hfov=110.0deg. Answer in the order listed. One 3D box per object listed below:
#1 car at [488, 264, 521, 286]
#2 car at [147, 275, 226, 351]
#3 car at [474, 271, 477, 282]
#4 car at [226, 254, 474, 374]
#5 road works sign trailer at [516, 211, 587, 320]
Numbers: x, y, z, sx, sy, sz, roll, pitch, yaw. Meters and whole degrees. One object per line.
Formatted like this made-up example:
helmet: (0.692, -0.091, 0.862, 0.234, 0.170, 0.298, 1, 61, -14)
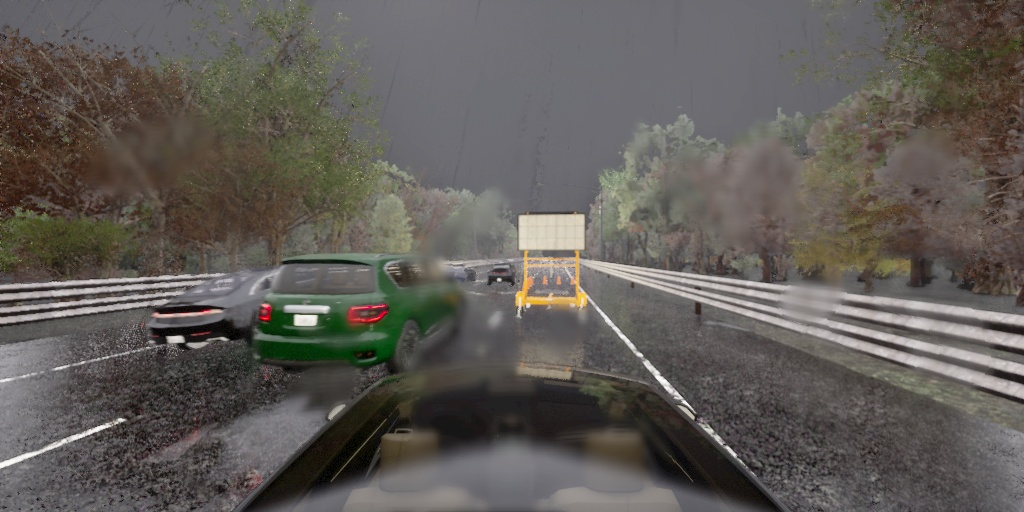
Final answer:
car: (-0.530, 1.276, 25.834, 1.837, 1.490, 4.892, 0, 0, 7)
car: (-5.938, 1.011, 8.934, 2.128, 1.511, 4.902, -4, 7, 6)
car: (-3.928, 1.338, 26.734, 1.994, 1.385, 4.181, 0, 0, 7)
car: (-2.549, 0.979, 7.623, 2.150, 2.045, 5.566, 0, 0, 6)
road works sign trailer: (1.416, 0.224, 12.850, 2.380, 3.560, 2.880, 0, 0, 7)
